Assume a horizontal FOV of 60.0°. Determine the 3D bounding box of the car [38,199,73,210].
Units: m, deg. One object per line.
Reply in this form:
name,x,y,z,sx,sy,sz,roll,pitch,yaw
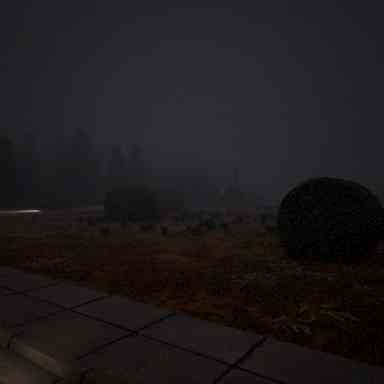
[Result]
car,-17.059,1.555,41.727,1.994,1.385,4.181,0,0,37
